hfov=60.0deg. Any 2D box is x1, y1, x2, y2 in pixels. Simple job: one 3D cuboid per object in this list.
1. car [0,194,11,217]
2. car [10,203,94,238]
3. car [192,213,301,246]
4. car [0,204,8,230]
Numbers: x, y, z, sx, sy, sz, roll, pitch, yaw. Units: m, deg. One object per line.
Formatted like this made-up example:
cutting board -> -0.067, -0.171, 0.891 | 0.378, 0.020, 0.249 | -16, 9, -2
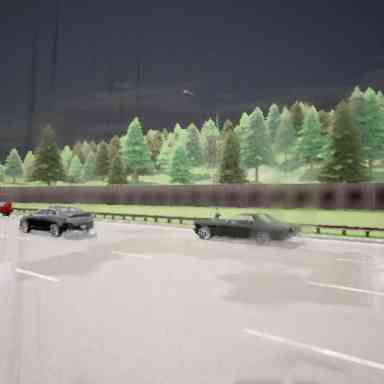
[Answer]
car -> -18.406, 1.226, 30.019 | 5.566, 2.045, 2.150 | 0, 0, 35
car -> -7.314, 1.494, 17.809 | 4.902, 1.511, 2.128 | 0, 0, 35
car -> 2.357, 1.601, 15.208 | 4.718, 1.301, 1.895 | 0, 0, 36
car -> -11.400, 1.480, 16.424 | 5.008, 1.535, 1.882 | 0, 0, 36
